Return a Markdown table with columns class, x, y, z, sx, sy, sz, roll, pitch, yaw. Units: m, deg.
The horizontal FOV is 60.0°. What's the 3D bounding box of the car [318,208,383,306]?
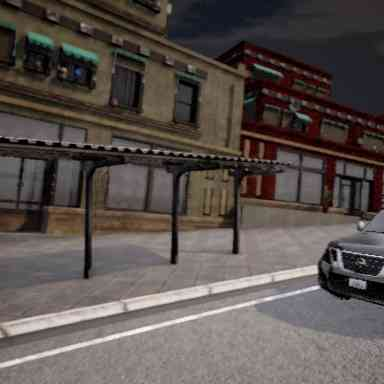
| class | x | y | z | sx | sy | sz | roll | pitch | yaw |
| --- | --- | --- | --- | --- | --- | --- | --- | --- | --- |
| car | 5.213 | 1.249 | 7.251 | 5.566 | 2.045 | 2.150 | 0 | 0 | -32 |
